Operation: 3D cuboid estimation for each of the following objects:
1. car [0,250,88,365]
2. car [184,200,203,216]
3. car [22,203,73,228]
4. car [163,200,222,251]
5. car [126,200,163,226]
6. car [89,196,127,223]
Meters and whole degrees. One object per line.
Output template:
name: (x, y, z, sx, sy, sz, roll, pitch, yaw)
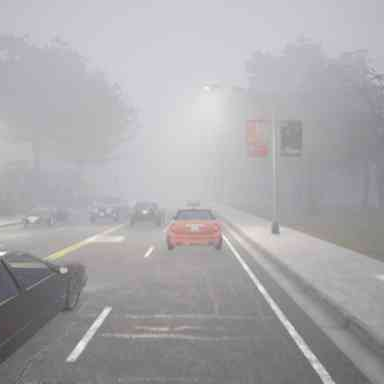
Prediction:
car: (-3.148, 1.557, 4.700, 2.033, 1.411, 5.357, 0, 0, 0)
car: (0.108, 1.619, 34.725, 1.837, 1.490, 4.892, 0, 0, 0)
car: (-9.815, 1.558, 22.937, 2.128, 1.511, 4.902, 0, 0, 0)
car: (0.103, 1.387, 14.376, 2.097, 1.767, 4.553, 0, 0, 0)
car: (-3.143, 1.423, 24.345, 2.097, 1.767, 4.553, 0, 0, 0)
car: (-6.537, 1.305, 26.902, 2.150, 2.045, 5.566, 0, -1, 1)
